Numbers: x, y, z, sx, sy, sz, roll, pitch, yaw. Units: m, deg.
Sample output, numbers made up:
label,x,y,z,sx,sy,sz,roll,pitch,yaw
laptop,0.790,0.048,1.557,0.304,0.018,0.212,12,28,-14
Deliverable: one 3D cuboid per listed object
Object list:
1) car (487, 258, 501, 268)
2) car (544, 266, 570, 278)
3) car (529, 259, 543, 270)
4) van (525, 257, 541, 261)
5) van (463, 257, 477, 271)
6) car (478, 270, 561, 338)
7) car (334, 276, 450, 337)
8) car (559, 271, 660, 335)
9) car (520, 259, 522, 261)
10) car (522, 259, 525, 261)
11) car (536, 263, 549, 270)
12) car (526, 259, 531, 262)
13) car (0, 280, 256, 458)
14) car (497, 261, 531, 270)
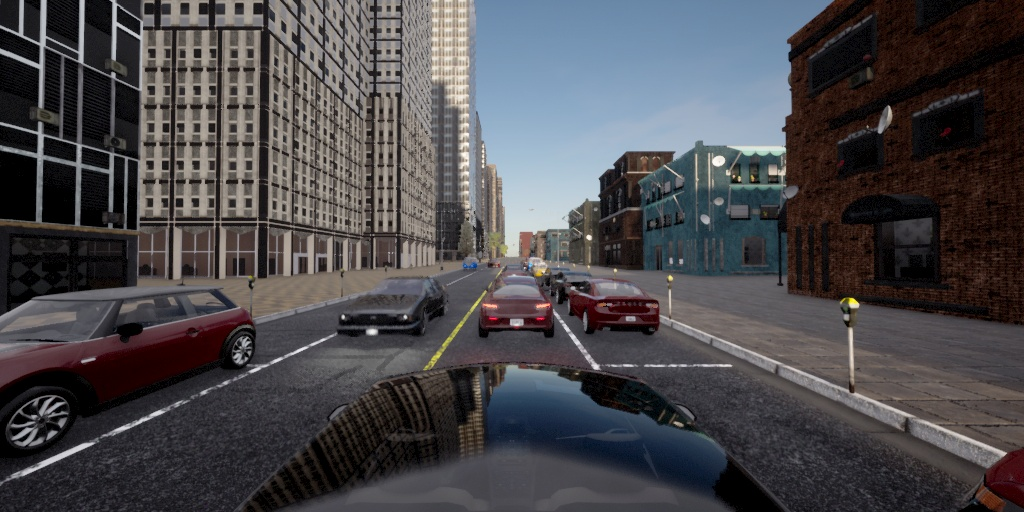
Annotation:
label,x,y,z,sx,sy,sz,roll,pitch,yaw
car,-2.947,1.090,59.735,2.097,1.767,4.553,0,0,0
car,2.705,1.316,15.944,1.948,1.339,4.313,0,0,0
car,2.723,1.274,32.149,1.751,1.417,4.829,0,0,0
van,2.734,1.087,42.935,1.690,1.789,3.998,0,0,0
van,-5.641,1.085,48.418,1.690,1.789,3.998,0,0,0
car,0.106,1.277,10.111,1.812,1.442,4.674,0,0,0
car,-3.092,1.298,10.587,2.033,1.411,5.357,0,0,0
car,2.700,1.296,10.398,1.888,1.381,4.507,0,0,0
car,2.745,1.057,53.891,2.192,1.841,5.009,0,0,0
car,2.739,1.184,48.413,1.967,1.591,4.097,0,0,0
car,2.711,1.316,21.488,1.948,1.339,4.313,0,0,0
car,2.728,1.298,37.457,2.007,1.370,4.403,0,0,0
car,-5.687,1.190,4.857,1.967,1.591,4.097,0,0,0
car,0.129,1.313,26.867,1.994,1.385,4.181,0,0,0
